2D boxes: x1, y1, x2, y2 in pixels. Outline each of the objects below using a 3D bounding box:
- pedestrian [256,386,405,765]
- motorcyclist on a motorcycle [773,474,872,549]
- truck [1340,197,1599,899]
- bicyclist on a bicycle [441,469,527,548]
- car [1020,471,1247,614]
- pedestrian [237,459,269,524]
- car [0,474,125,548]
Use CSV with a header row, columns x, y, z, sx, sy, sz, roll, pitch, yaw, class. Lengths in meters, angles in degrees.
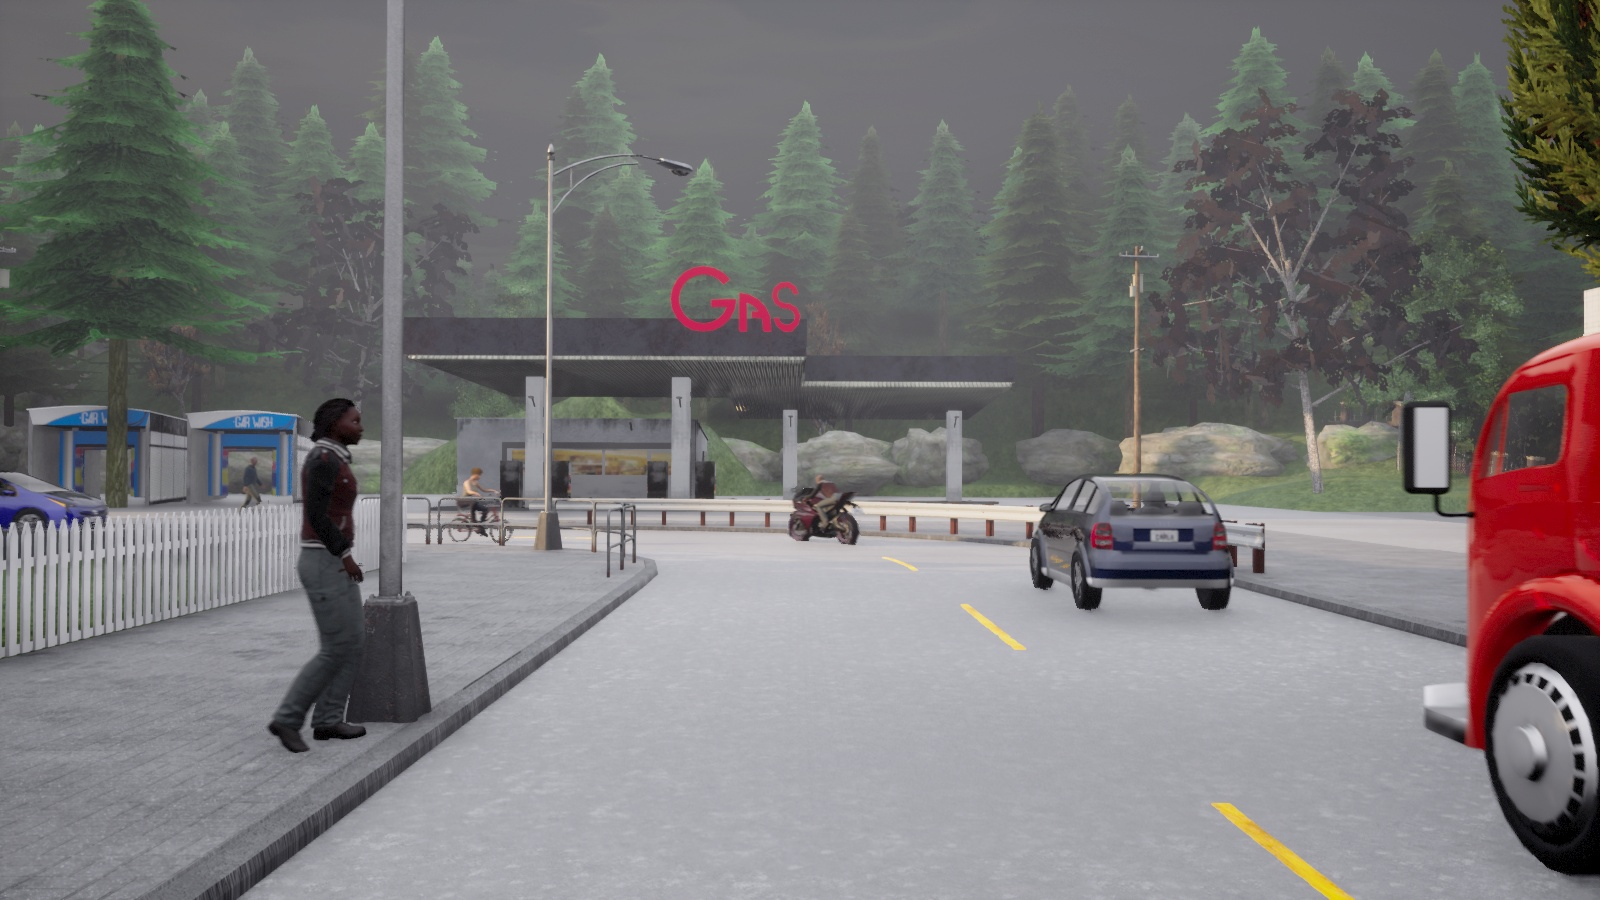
x,y,z,sx,sy,sz,roll,pitch,yaw,class
-2.465,0.639,6.636,0.666,1.930,0.402,0,-1,-9,pedestrian
0.468,1.307,27.297,0.866,1.530,2.191,-1,0,-41,motorcyclist on a motorcycle
3.991,0.375,3.587,2.627,2.467,5.204,0,-1,0,truck
-6.694,1.225,26.654,1.509,1.612,0.866,0,1,14,bicyclist on a bicycle
3.955,1.038,15.529,1.789,1.549,3.705,0,-1,0,car
-15.806,1.195,36.296,0.726,1.842,0.402,0,-1,-4,pedestrian
-17.310,1.283,26.999,4.514,1.525,2.007,0,-1,0,car
